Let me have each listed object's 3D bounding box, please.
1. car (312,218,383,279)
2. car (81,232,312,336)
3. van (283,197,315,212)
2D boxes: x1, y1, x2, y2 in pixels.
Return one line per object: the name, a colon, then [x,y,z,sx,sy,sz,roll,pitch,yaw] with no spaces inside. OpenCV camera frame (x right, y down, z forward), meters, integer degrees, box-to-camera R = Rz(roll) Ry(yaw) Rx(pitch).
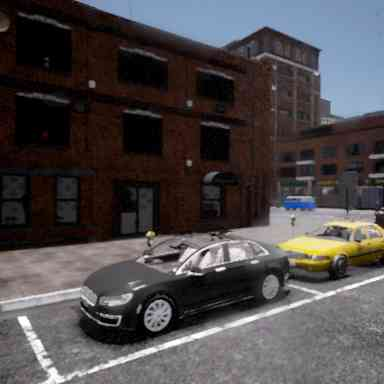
car: [4.485,1.477,9.911,4.829,1.417,1.752,0,1,-35]
car: [0.093,1.531,6.569,4.403,1.369,2.008,0,1,-35]
van: [13.178,1.468,40.993,1.690,1.788,3.998,0,-1,-35]
